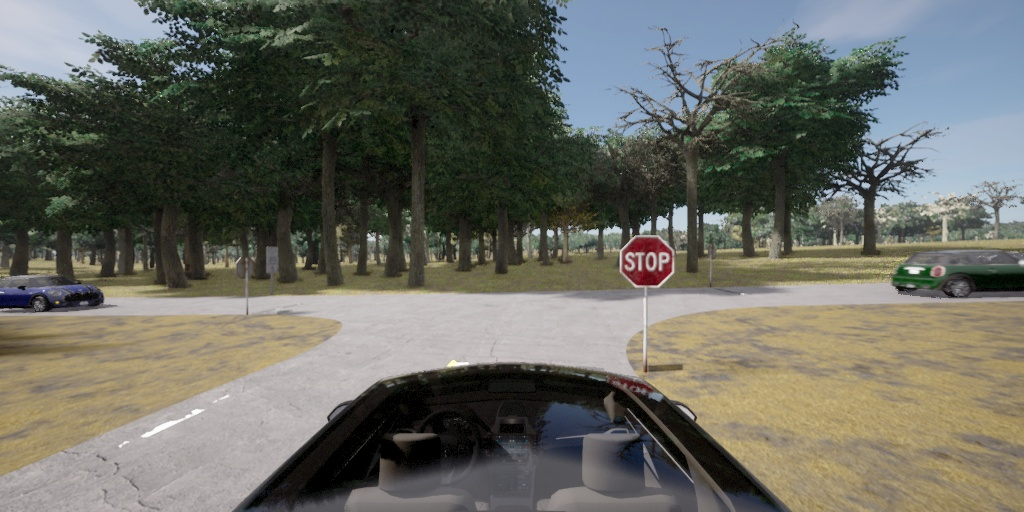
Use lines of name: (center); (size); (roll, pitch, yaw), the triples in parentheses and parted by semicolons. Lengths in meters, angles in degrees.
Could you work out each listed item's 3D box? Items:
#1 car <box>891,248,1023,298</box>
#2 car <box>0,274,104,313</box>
car: (17.401, 0.538, 13.420); (4.553, 1.767, 2.097); (-2, 0, 6)
car: (-22.945, 1.739, 17.575); (4.553, 1.767, 2.097); (-1, 0, 6)
